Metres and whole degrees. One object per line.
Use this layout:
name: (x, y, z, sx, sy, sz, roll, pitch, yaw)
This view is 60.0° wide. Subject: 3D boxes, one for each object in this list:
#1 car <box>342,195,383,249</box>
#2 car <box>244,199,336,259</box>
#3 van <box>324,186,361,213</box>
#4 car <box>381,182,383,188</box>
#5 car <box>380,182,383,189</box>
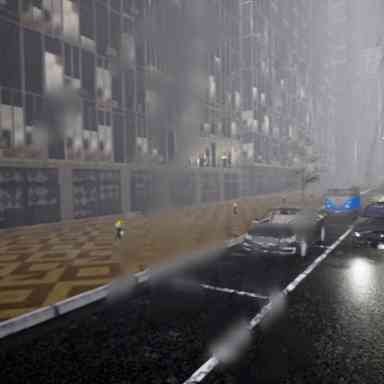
car: (6.804, 1.048, 11.546, 2.033, 1.411, 5.357, 0, 2, 33)
car: (3.150, 1.139, 10.829, 2.008, 1.369, 4.403, 0, 2, 33)
van: (9.285, 0.503, 20.401, 1.690, 1.788, 3.998, 0, 2, 33)
car: (39.980, -1.454, 68.306, 1.802, 1.307, 4.206, 0, 2, 33)
car: (36.910, -1.267, 63.514, 1.887, 1.381, 4.507, 0, 2, 33)
